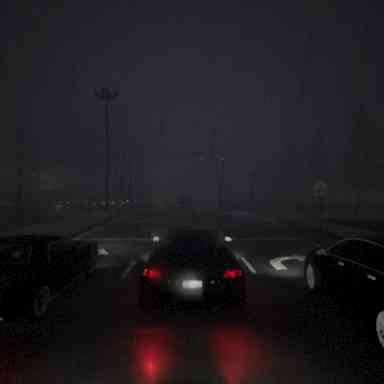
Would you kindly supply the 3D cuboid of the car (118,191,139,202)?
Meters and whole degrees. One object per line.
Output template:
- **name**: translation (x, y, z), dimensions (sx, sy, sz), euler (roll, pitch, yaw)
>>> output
- **car**: translation (-12.805, 0.925, 67.033), dimensions (2.150, 2.045, 5.566), euler (0, 1, 0)

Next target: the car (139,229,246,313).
- **car**: translation (0.006, 1.530, 7.658), dimensions (1.994, 1.385, 4.181), euler (0, 0, 0)

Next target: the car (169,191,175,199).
- **car**: translation (-4.805, 0.839, 86.398), dimensions (2.150, 2.045, 5.566), euler (0, 0, 0)

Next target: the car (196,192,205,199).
- **car**: translation (2.194, 0.968, 86.715), dimensions (2.097, 1.767, 4.553), euler (0, 0, 0)

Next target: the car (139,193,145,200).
- **car**: translation (-12.805, 1.133, 82.535), dimensions (1.837, 1.490, 4.892), euler (0, 0, 0)

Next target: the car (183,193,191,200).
- **car**: translation (-1.306, 1.138, 86.762), dimensions (2.128, 1.511, 4.902), euler (0, 0, 0)

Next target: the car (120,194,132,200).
- **car**: translation (-16.305, 1.229, 82.387), dimensions (1.895, 1.301, 4.718), euler (0, 0, 0)

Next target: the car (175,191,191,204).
- **car**: translation (-1.299, 1.108, 55.390), dimensions (2.097, 1.767, 4.553), euler (0, 0, 0)

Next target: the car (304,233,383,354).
- **car**: translation (3.503, 1.479, 5.834), dimensions (1.837, 1.490, 4.892), euler (0, 0, 0)

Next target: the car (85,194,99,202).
- **car**: translation (-19.801, 1.230, 66.788), dimensions (1.812, 1.442, 4.674), euler (0, 0, 0)

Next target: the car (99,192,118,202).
- **car**: translation (-16.302, 0.927, 66.886), dimensions (2.150, 2.045, 5.566), euler (0, 1, 0)

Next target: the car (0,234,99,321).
- **car**: translation (-3.495, 1.569, 7.157), dimensions (1.895, 1.301, 4.718), euler (0, 0, 0)
